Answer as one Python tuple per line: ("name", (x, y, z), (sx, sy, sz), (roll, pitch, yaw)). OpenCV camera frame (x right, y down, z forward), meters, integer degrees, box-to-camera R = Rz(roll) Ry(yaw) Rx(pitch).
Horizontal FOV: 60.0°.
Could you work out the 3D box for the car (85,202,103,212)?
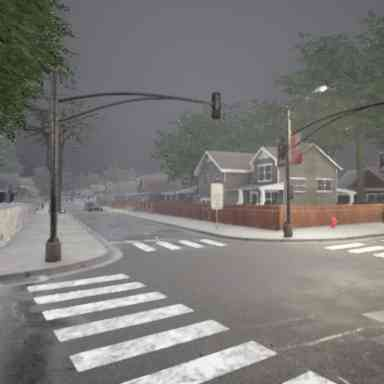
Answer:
("car", (-15.894, 2.515, 54.927), (2.033, 1.411, 5.357), (0, -1, -22))
